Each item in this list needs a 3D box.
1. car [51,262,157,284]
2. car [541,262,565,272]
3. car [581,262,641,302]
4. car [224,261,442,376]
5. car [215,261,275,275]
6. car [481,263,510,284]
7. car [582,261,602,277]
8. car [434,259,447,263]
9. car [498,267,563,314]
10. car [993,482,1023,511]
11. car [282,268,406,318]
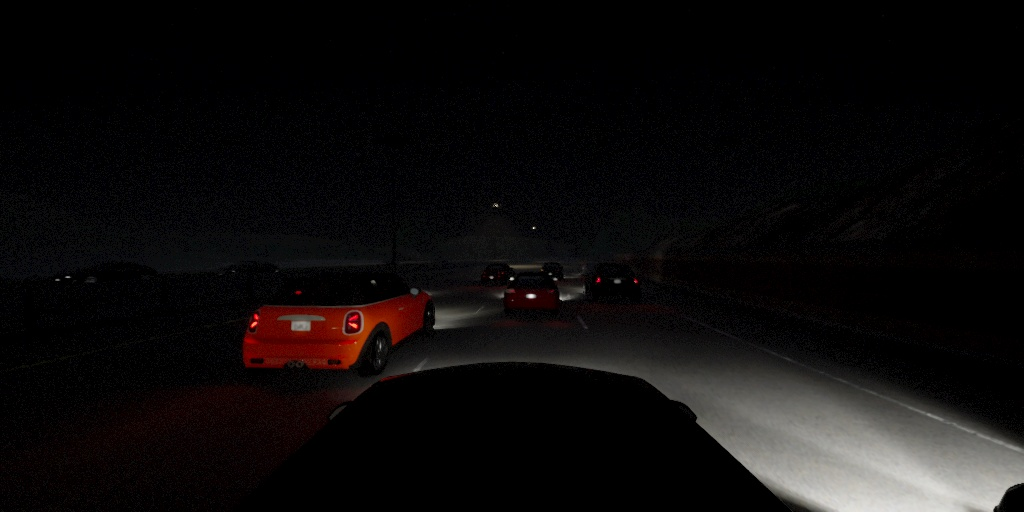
[{"bbox_3d":[-26.418,1.157,23.496,1.837,1.490,4.892,0,0,8],"label":"car"},{"bbox_3d":[3.473,1.261,31.177,1.812,1.442,4.674,0,0,10],"label":"car"},{"bbox_3d":[4.730,1.103,17.362,2.097,1.767,4.553,0,0,7],"label":"car"},{"bbox_3d":[-3.141,1.088,7.601,2.097,1.767,4.553,0,0,2],"label":"car"},{"bbox_3d":[-21.898,1.151,29.848,2.128,1.511,4.902,0,0,10],"label":"car"},{"bbox_3d":[-0.974,1.252,26.270,1.812,1.442,4.674,0,0,10],"label":"car"},{"bbox_3d":[7.922,1.271,35.902,1.812,1.442,4.674,0,0,11],"label":"car"},{"bbox_3d":[-10.544,1.201,51.915,1.812,1.442,4.674,0,0,11],"label":"car"},{"bbox_3d":[0.825,1.306,13.933,1.994,1.385,4.181,0,0,5],"label":"car"},{"bbox_3d":[3.681,1.326,0.197,1.994,1.385,4.181,0,0,0],"label":"car"},{"bbox_3d":[-6.226,1.268,14.256,2.033,1.411,5.357,0,0,5],"label":"car"}]
